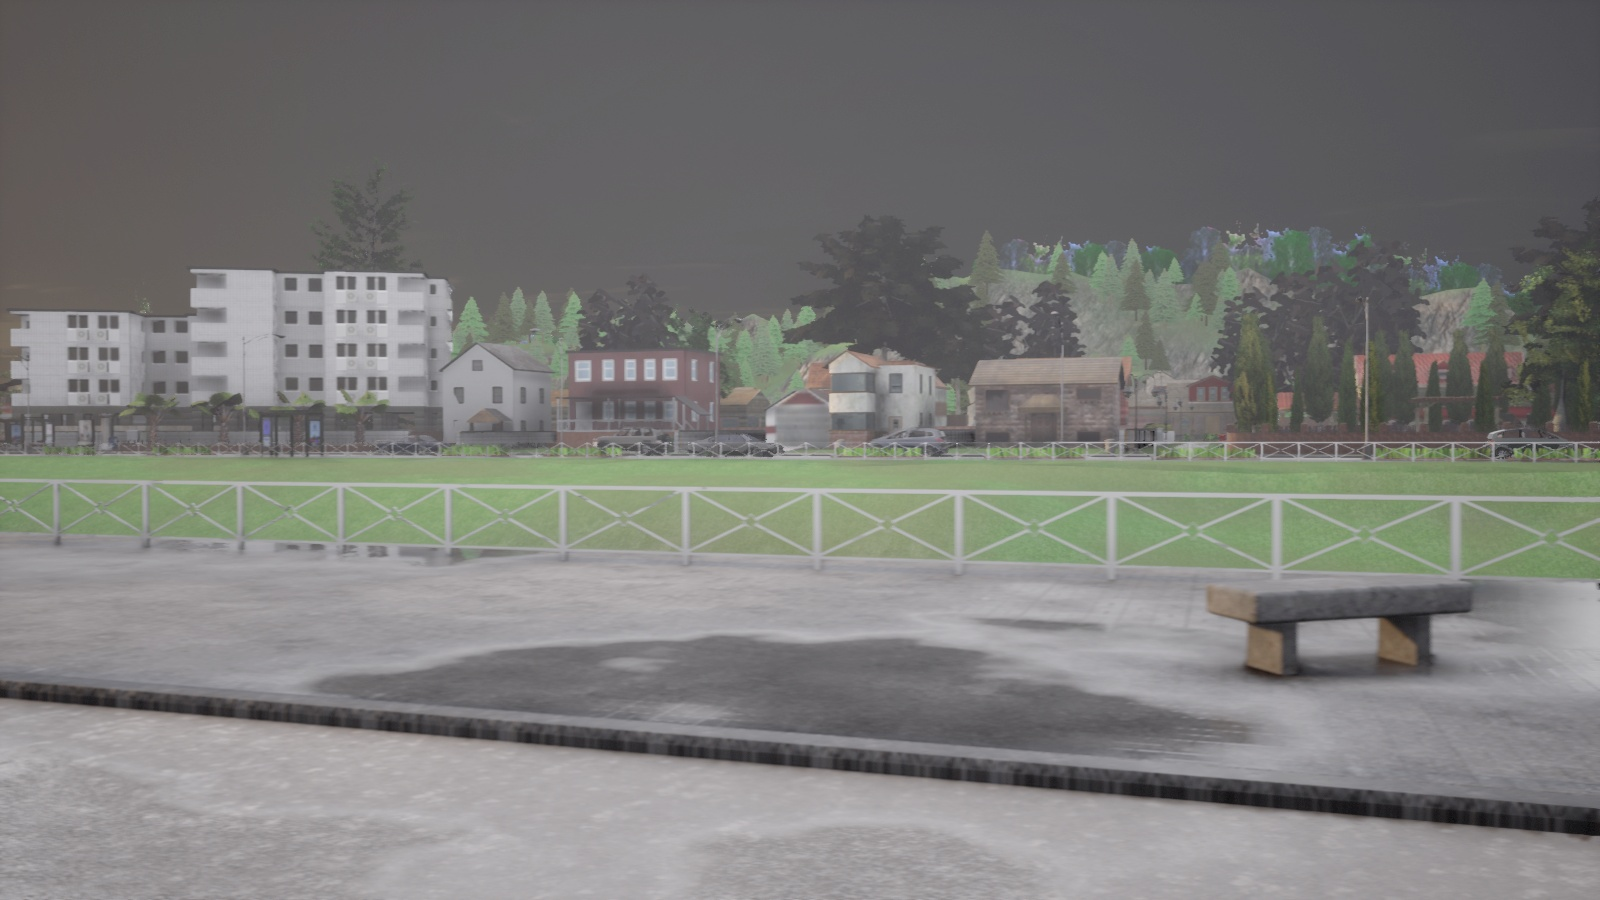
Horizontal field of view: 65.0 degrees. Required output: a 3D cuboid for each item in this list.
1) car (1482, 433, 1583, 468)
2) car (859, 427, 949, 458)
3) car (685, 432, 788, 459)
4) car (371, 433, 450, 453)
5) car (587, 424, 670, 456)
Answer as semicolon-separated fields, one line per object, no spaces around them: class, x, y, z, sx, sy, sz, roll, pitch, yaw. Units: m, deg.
car;33.504;0.010;57.524;3.705;1.549;1.789;0;1;19
car;5.895;-0.445;71.038;4.611;1.667;2.242;1;1;19
car;-3.542;-0.260;69.998;5.357;1.411;2.033;1;1;19
car;-25.290;-0.474;81.541;4.718;1.301;1.895;1;1;19
car;-10.448;-0.622;76.540;4.605;1.855;1.932;1;1;19
